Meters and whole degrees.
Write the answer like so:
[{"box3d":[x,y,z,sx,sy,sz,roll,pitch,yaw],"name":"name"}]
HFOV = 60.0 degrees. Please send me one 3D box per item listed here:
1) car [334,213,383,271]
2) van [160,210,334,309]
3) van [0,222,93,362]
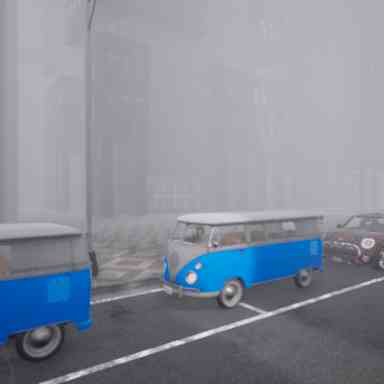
[{"box3d":[5.848,1.436,10.830,4.097,1.590,1.967,0,0,-36],"name":"car"},{"box3d":[1.257,1.339,7.553,3.998,1.788,1.690,0,0,-36],"name":"van"},{"box3d":[-3.334,1.341,4.276,3.998,1.788,1.690,0,0,-36],"name":"van"}]
